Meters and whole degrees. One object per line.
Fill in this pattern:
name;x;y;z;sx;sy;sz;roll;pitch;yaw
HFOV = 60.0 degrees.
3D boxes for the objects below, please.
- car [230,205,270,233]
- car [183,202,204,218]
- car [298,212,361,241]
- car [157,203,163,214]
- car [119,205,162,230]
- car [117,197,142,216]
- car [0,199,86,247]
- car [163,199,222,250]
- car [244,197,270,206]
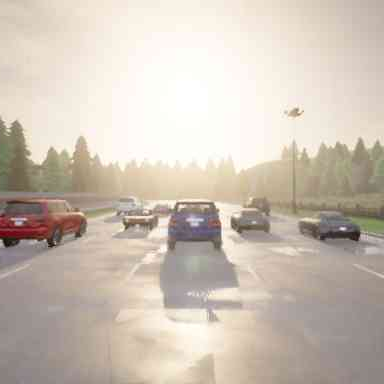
car;3.619;1.754;21.268;1.994;1.385;4.181;0;-1;0
car;0.135;1.860;35.062;2.033;1.411;5.357;0;0;0
car;7.114;1.722;17.670;1.994;1.385;4.181;0;-1;0
car;-3.364;1.905;38.143;1.994;1.385;4.181;0;0;0
car;-3.377;1.805;22.856;1.895;1.301;4.718;0;-1;0
car;-6.866;1.555;37.103;2.150;2.045;5.566;0;0;0
car;-6.888;1.364;15.938;2.150;2.045;5.566;0;-1;0
car;0.112;1.353;15.145;2.150;2.045;5.566;0;-1;0
car;7.138;1.554;37.081;2.150;2.045;5.566;0;0;0
